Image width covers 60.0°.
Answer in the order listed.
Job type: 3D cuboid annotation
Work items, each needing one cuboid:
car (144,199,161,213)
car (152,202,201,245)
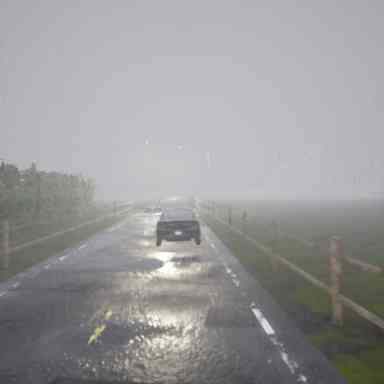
[{"bbox_3d":[-4.442,1.588,38.938,1.812,1.442,4.674,-1,0,-3],"label":"car"},{"bbox_3d":[-0.648,1.478,15.665,1.882,1.535,5.008,-1,0,-2],"label":"car"}]
